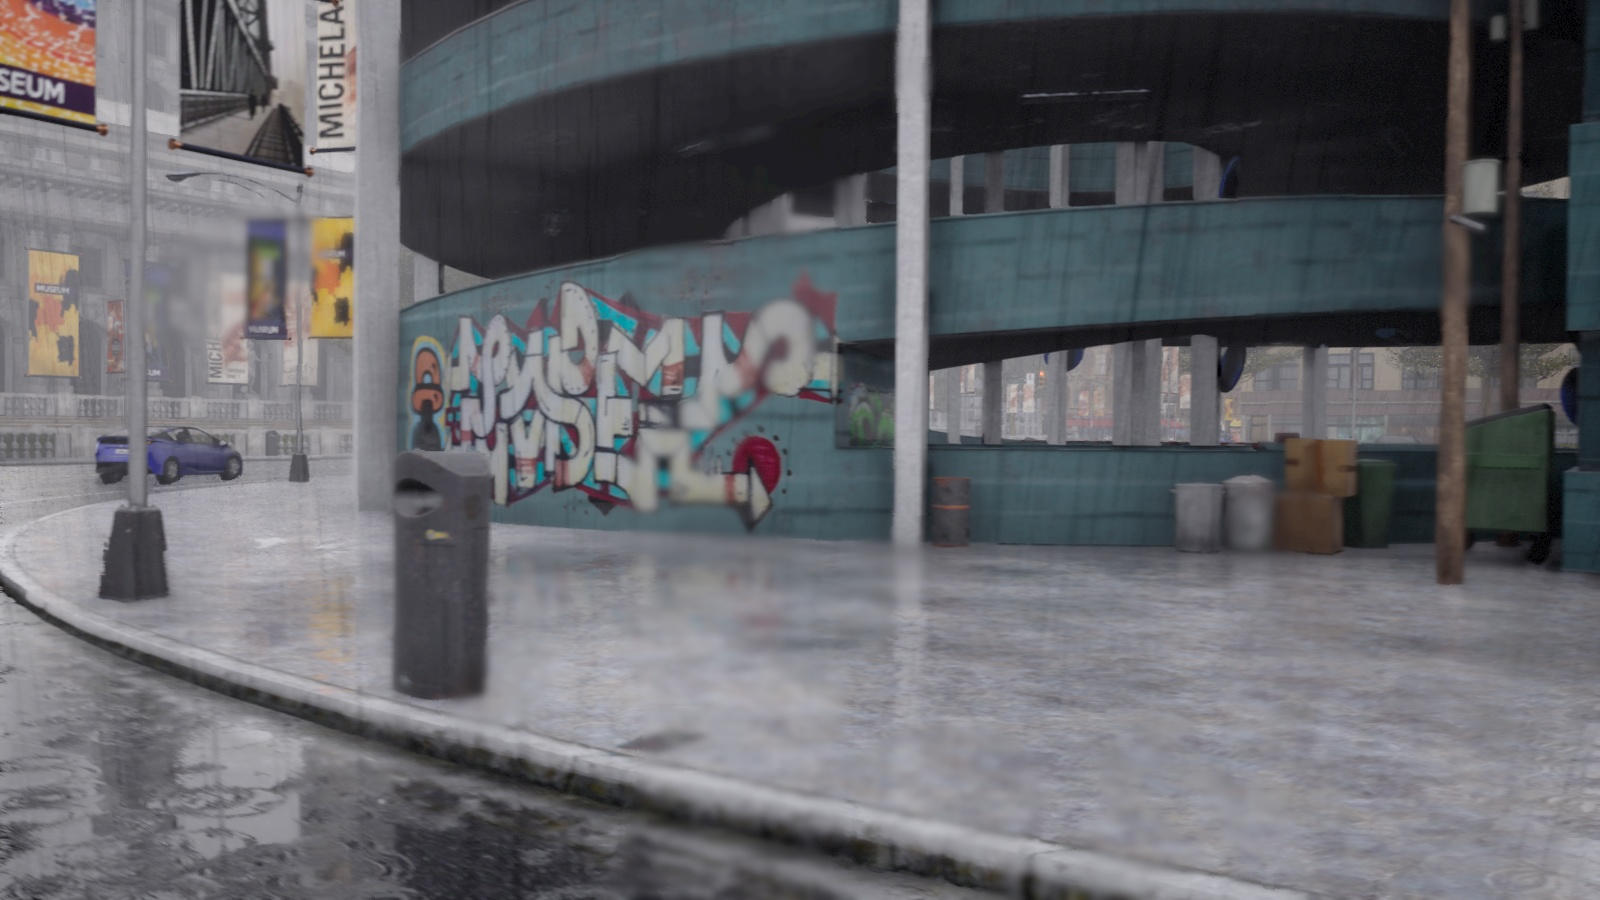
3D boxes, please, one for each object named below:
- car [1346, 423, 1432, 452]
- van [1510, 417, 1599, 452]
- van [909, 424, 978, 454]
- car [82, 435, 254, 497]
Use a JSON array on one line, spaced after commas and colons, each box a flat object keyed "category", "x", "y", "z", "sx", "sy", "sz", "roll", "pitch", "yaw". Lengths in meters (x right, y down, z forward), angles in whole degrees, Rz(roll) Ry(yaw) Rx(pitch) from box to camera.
[{"category": "car", "x": 36.566, "y": -0.793, "z": 77.970, "sx": 4.553, "sy": 1.767, "sz": 2.097, "roll": 0, "pitch": 1, "yaw": 34}, {"category": "van", "x": 43.985, "y": -0.900, "z": 73.130, "sx": 4.442, "sy": 1.987, "sz": 1.775, "roll": 0, "pitch": 1, "yaw": 33}, {"category": "van", "x": 9.842, "y": -0.769, "z": 86.102, "sx": 4.442, "sy": 1.987, "sz": 1.775, "roll": -1, "pitch": 1, "yaw": -4}, {"category": "car", "x": -16.858, "y": 0.372, "z": 33.794, "sx": 2.007, "sy": 1.525, "sz": 4.514, "roll": 0, "pitch": 1, "yaw": 6}]
